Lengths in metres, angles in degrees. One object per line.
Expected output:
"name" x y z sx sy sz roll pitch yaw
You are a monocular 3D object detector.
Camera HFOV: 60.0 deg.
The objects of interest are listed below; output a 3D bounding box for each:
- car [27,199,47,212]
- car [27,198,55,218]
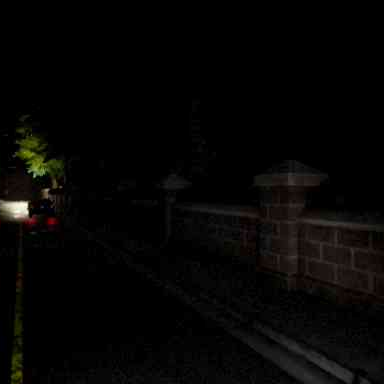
"car" -18.673 1.569 39.941 1.994 1.385 4.181 0 0 -27
"car" -14.004 1.355 30.803 2.097 1.767 4.553 0 0 -27
